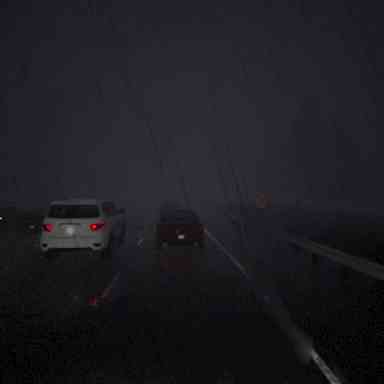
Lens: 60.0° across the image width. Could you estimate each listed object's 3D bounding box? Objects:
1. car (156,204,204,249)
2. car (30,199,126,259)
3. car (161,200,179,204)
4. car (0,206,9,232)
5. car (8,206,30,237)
[{"bbox_3d":[-0.583,1.516,14.785,1.882,1.535,5.008,0,0,-4],"label":"car"},{"bbox_3d":[-3.948,1.259,12.923,2.150,2.045,5.566,0,0,-4],"label":"car"},{"bbox_3d":[-2.306,1.564,33.400,1.882,1.535,5.008,0,0,-5],"label":"car"},{"bbox_3d":[-11.653,1.593,20.659,1.812,1.442,4.674,0,0,-6],"label":"car"},{"bbox_3d":[-7.920,1.534,18.421,1.882,1.535,5.008,0,0,-5],"label":"car"}]
